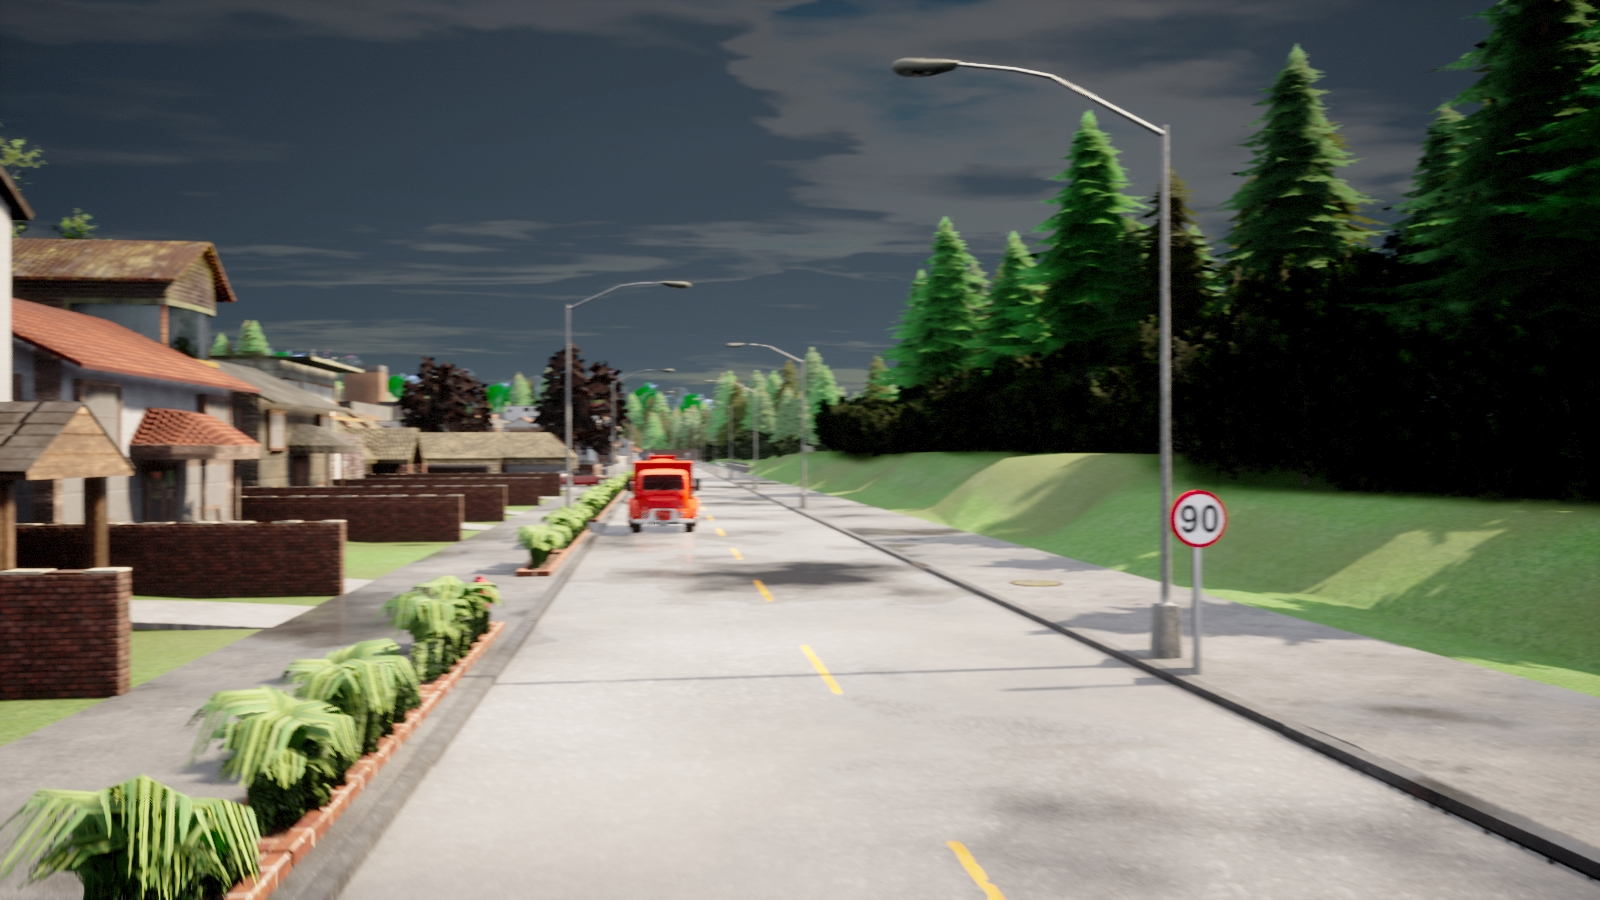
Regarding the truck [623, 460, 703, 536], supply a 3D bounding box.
[{"bbox_3d":[-4.821,1.600,40.216,2.627,2.467,5.204,0,0,-7],"label":"truck"}]
